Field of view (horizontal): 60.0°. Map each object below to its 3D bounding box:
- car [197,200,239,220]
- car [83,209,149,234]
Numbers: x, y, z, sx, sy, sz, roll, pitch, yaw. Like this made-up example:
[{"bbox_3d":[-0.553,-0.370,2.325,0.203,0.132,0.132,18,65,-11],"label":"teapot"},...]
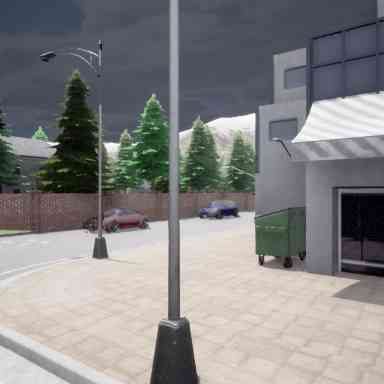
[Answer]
[{"bbox_3d":[2.451,1.528,30.467,2.097,1.767,4.553,0,0,37],"label":"car"},{"bbox_3d":[-4.677,1.740,20.848,1.994,1.385,4.181,0,0,36],"label":"car"}]
